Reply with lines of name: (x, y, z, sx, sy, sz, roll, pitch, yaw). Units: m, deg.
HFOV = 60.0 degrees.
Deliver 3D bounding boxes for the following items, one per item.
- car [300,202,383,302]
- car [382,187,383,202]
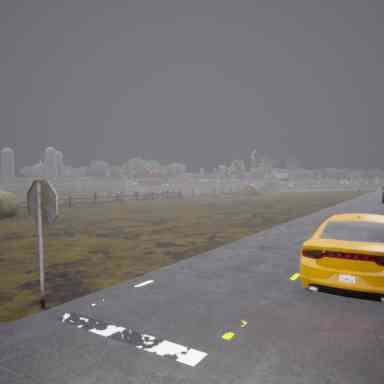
car: (3.944, 1.231, 7.673, 1.882, 1.535, 5.008, 0, 2, 33)
car: (20.068, 0.054, 32.760, 2.150, 2.045, 5.566, 0, 2, 33)
